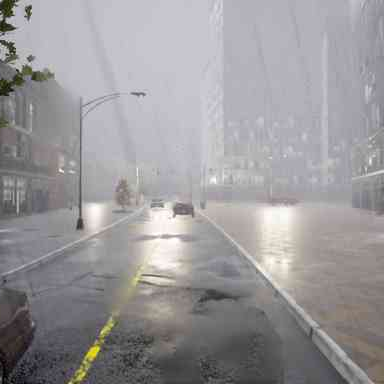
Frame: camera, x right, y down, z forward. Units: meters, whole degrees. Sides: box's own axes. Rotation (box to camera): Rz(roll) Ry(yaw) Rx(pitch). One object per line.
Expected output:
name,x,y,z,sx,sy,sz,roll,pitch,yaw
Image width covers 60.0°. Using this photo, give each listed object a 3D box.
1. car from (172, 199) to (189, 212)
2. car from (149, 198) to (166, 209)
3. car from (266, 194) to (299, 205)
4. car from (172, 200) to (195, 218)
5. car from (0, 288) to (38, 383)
car,-1.499,1.603,40.650,1.895,1.301,4.718,0,0,-4
car,-4.678,1.558,45.007,1.837,1.490,4.892,0,0,-5
car,13.946,1.196,51.509,5.009,1.841,2.192,0,-1,15
car,-0.816,1.480,30.774,1.882,1.535,5.008,0,0,-3
car,-2.866,1.548,1.892,2.033,1.411,5.357,0,0,0
